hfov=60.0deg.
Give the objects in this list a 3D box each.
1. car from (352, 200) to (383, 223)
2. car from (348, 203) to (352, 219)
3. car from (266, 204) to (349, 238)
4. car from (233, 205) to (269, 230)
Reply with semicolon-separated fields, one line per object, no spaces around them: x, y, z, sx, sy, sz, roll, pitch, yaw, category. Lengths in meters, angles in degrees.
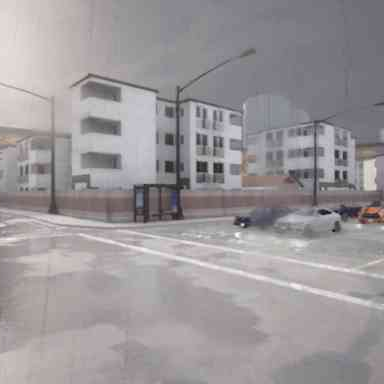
13.956;1.360;24.082;4.553;1.767;2.097;0;0;-38;car
12.608;1.625;27.483;4.718;1.301;1.895;0;0;-38;car
6.370;1.538;18.043;4.674;1.442;1.812;0;0;-39;car
5.079;1.576;21.505;5.357;1.411;2.033;0;0;-39;car
